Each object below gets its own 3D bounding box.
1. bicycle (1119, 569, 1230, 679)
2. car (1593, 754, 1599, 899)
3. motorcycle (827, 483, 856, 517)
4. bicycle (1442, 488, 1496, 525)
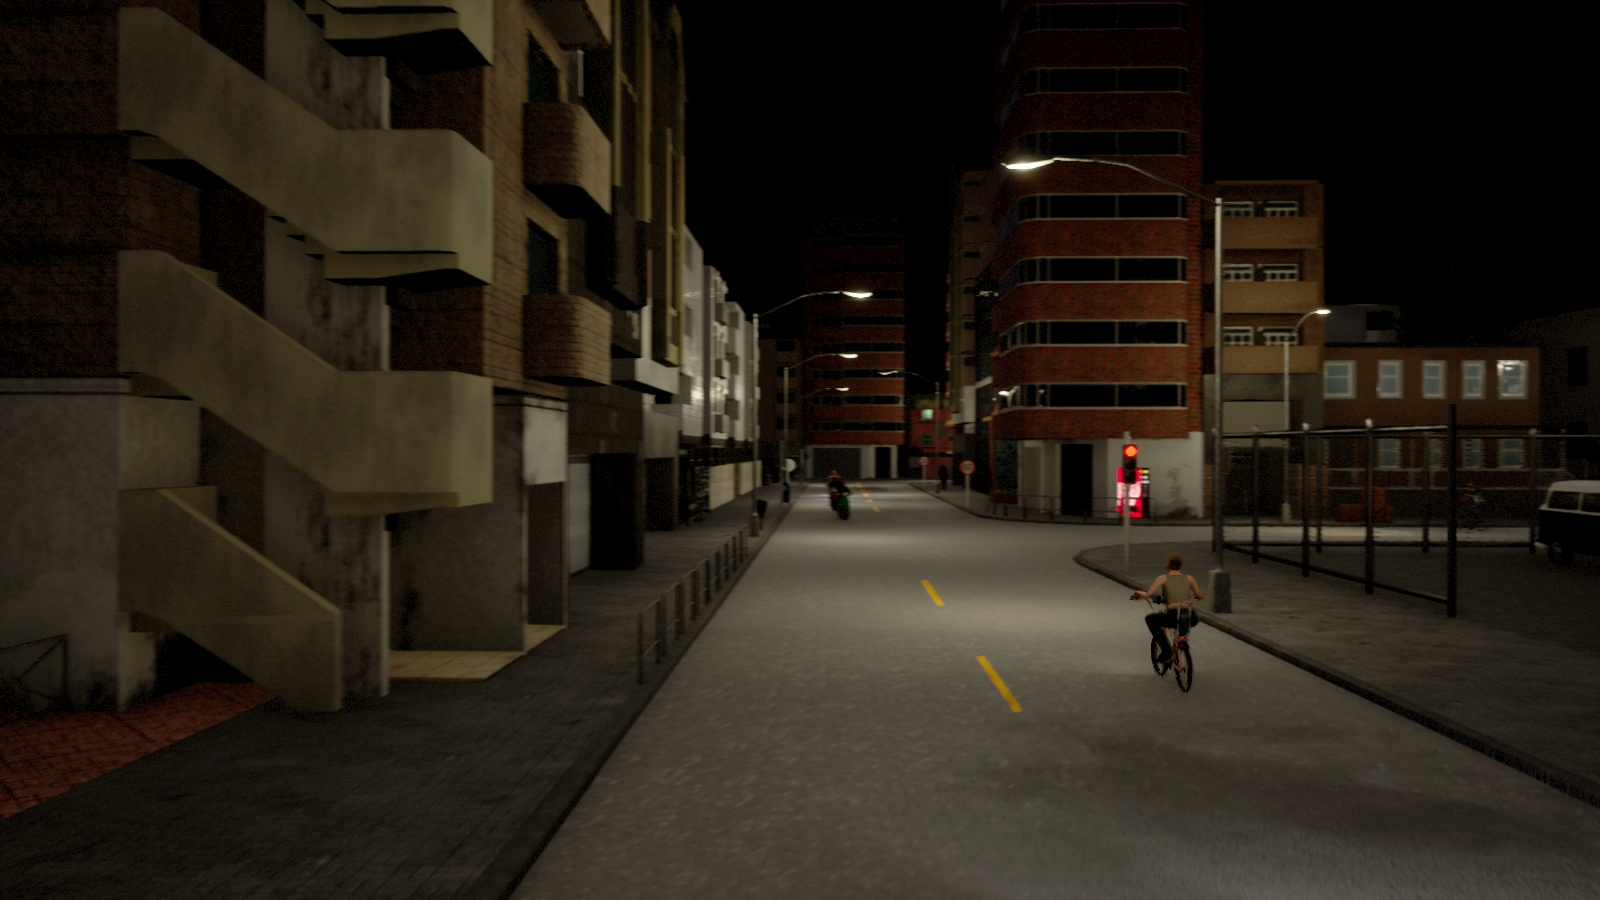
[{"bbox_3d":[4.439,2.043,13.661,0.859,1.080,1.487,0,0,1],"label":"bicycle"},{"bbox_3d":[3.913,1.848,1.725,2.163,1.488,4.792,0,0,1],"label":"car"},{"bbox_3d":[1.652,1.967,45.420,0.856,1.236,1.805,2,0,-6],"label":"motorcycle"},{"bbox_3d":[23.358,1.969,39.876,1.643,1.296,0.373,0,0,2],"label":"bicycle"}]
